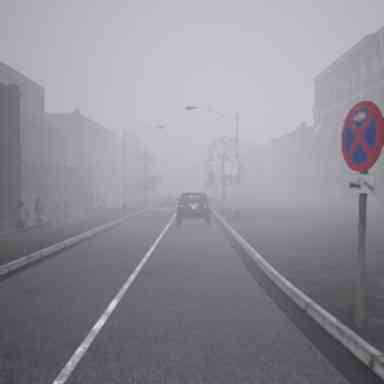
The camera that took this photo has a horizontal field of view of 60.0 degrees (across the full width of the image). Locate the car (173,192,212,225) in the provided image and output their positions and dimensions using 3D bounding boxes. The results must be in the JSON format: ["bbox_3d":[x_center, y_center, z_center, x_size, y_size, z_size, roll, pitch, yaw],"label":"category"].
[{"bbox_3d":[0.139,1.033,22.475,2.150,2.045,5.566,0,0,1],"label":"car"}]

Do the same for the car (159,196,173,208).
[{"bbox_3d":[-2.952,1.150,40.920,2.033,1.411,5.357,0,1,0],"label":"car"}]

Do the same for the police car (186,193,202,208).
[{"bbox_3d":[0.246,1.023,41.272,1.930,1.638,5.238,0,1,0],"label":"police car"}]
